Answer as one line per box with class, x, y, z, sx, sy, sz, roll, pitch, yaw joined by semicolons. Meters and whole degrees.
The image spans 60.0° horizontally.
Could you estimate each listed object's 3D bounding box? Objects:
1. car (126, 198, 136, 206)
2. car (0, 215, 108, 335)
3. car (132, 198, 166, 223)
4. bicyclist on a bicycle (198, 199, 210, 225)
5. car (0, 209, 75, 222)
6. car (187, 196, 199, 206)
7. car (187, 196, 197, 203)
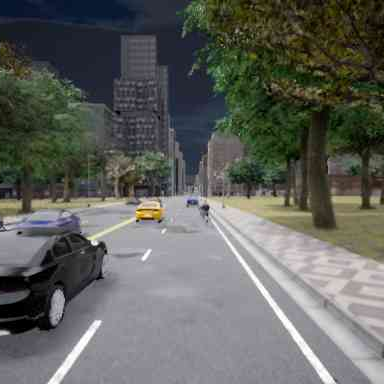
car;-9.793;1.634;55.747;1.994;1.385;4.181;0;0;1
car;-3.150;1.477;6.899;1.882;1.535;5.008;0;0;0
car;-3.148;1.489;26.047;1.882;1.535;5.008;0;0;0
bicyclist on a bicycle;0.896;1.379;21.862;0.659;1.776;1.843;0;0;0
car;-6.598;1.529;15.436;1.812;1.442;4.674;0;0;0
car;0.103;1.550;56.036;1.882;1.535;5.008;0;0;0
car;0.006;1.680;73.914;1.994;1.385;4.181;0;0;0
